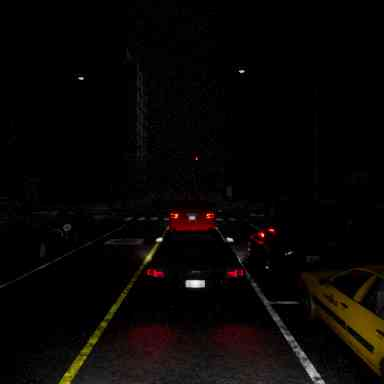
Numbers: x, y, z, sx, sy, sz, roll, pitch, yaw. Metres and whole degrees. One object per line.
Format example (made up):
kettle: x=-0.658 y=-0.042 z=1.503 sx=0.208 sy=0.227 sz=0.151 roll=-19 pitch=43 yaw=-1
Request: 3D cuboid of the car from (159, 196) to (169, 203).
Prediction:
car: x=-5.721 y=1.601 z=68.860 sx=1.802 sy=1.307 sz=4.206 roll=0 pitch=0 yaw=0

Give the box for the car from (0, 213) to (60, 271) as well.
car: x=-5.758 y=1.545 z=9.663 sx=1.887 sy=1.381 sz=4.507 roll=0 pitch=0 yaw=0

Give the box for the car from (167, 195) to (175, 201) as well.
car: x=-5.708 y=1.585 z=90.610 sx=2.008 sy=1.369 sz=4.403 roll=0 pitch=0 yaw=0

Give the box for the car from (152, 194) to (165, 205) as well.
car: x=-5.728 y=1.329 z=57.985 sx=2.192 sy=1.841 sz=5.009 roll=0 pitch=0 yaw=0

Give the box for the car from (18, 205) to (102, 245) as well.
car: x=-5.755 y=1.441 z=15.120 sx=1.967 sy=1.590 sz=4.097 roll=0 pitch=0 yaw=0

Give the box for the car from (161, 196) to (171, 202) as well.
car: x=-5.718 y=1.548 z=74.127 sx=1.752 sy=1.417 sz=4.829 roll=0 pitch=0 yaw=0

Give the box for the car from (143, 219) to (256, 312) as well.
car: x=0.064 y=1.564 z=7.789 sx=1.994 sy=1.385 sz=4.181 roll=0 pitch=0 yaw=0

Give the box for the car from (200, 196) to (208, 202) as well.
car: x=2.810 y=1.571 z=79.730 sx=1.887 sy=1.381 sz=4.507 roll=0 pitch=0 yaw=0

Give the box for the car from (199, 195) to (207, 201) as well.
car: x=2.814 y=1.556 z=85.337 sx=1.752 sy=1.417 sz=4.829 roll=0 pitch=0 yaw=0

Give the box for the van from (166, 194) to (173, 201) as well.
van: x=-5.712 y=1.371 z=85.173 sx=1.690 sy=1.788 sz=3.998 roll=0 pitch=0 yaw=0

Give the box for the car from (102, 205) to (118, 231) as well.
car: x=-5.751 y=1.527 z=20.407 sx=1.752 sy=1.417 sz=4.829 roll=0 pitch=0 yaw=0

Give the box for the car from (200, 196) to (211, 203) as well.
car: x=2.804 y=1.570 z=68.854 sx=2.008 sy=1.369 sz=4.403 roll=0 pitch=0 yaw=0

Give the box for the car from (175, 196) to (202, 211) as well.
car: x=-0.386 y=1.363 z=41.073 sx=2.097 sy=1.767 sz=4.553 roll=0 pitch=0 yaw=16

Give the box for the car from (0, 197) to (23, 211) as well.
car: x=-17.040 y=1.222 z=32.044 sx=4.674 sy=1.442 sz=1.812 roll=1 pitch=0 yaw=0

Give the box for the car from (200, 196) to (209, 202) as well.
car: x=2.807 y=1.568 z=74.292 sx=1.887 sy=1.381 sz=4.507 roll=0 pitch=0 yaw=0

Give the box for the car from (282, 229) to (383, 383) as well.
car: x=2.764 y=1.525 z=4.373 sx=1.752 sy=1.417 sz=4.829 roll=0 pitch=0 yaw=0

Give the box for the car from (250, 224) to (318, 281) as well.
car: x=2.767 y=1.566 z=9.659 sx=1.947 sy=1.339 sz=4.313 roll=0 pitch=0 yaw=0

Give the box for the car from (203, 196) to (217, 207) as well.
car: x=2.794 y=1.451 z=52.542 sx=1.967 sy=1.590 sz=4.097 roll=0 pitch=0 yaw=0

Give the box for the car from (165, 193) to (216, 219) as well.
car: x=0.014 y=1.222 z=17.209 sx=2.150 sy=2.045 sz=5.566 roll=0 pitch=0 yaw=0
